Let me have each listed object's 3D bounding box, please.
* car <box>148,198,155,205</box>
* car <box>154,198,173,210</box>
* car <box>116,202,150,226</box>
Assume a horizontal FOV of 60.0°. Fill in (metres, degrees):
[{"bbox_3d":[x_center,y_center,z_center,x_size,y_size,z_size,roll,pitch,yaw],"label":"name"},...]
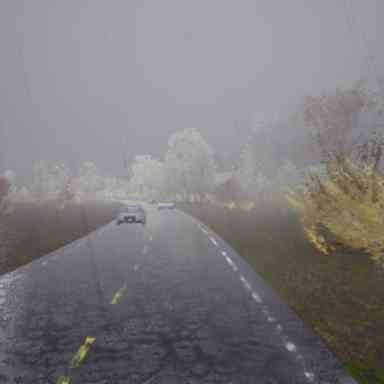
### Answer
[{"bbox_3d":[-7.487,1.826,64.312,1.895,1.301,4.718,0,0,-13],"label":"car"},{"bbox_3d":[-3.794,1.762,45.758,1.895,1.301,4.718,0,0,-9],"label":"car"},{"bbox_3d":[-4.265,1.655,23.956,1.994,1.385,4.181,0,0,-5],"label":"car"}]
